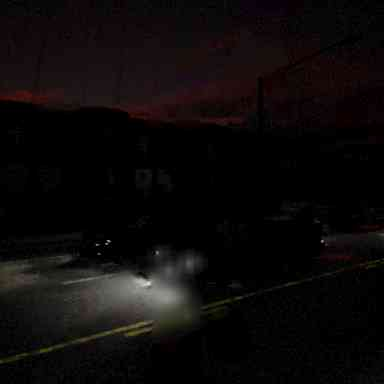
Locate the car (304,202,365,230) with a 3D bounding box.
[{"bbox_3d":[7.265,1.316,17.796,5.008,1.535,1.882,-2,1,-35],"label":"car"}]

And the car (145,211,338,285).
[{"bbox_3d":[1.612,1.481,9.463,5.357,1.411,2.033,-1,0,-36],"label":"car"}]

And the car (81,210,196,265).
[{"bbox_3d":[-1.285,1.425,11.690,5.008,1.535,1.882,0,0,-35],"label":"car"}]
